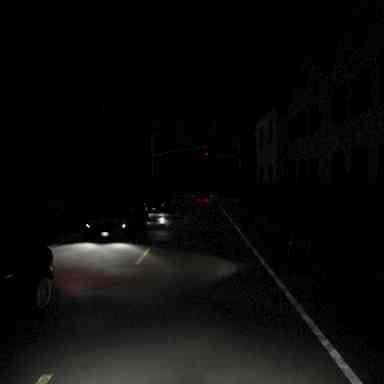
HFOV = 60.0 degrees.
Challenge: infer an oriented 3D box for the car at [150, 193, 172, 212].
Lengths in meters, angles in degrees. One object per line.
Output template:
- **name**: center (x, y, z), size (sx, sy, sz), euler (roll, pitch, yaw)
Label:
- **car**: center (-2.719, 0.769, 26.980), size (2.033, 1.411, 5.357), euler (0, 2, 2)

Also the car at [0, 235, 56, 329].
- **car**: center (-3.484, 1.383, 4.498), size (1.812, 1.442, 4.674), euler (0, 2, 1)

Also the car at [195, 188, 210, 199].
- **car**: center (1.503, 0.126, 47.520), size (2.128, 1.511, 4.902), euler (0, 1, 2)

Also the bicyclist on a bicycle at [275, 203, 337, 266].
- **bicyclist on a bicycle**: center (2.949, 1.101, 8.802), size (1.656, 1.620, 0.582), euler (-9, 1, 2)

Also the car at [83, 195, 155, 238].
- **car**: center (-3.173, 1.103, 15.052), size (2.033, 1.411, 5.357), euler (0, 2, 2)
